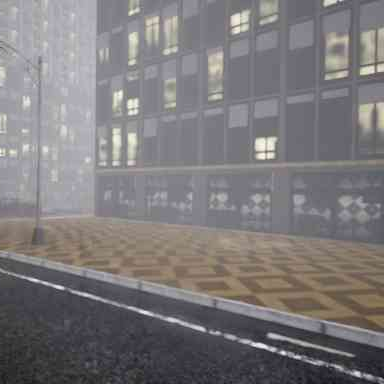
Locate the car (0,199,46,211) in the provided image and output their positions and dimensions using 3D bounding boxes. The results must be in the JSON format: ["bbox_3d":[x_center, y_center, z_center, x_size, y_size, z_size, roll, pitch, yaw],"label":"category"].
[{"bbox_3d":[-20.871,1.566,41.310,1.752,1.417,4.829,1,0,37],"label":"car"}]

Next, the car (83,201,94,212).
[{"bbox_3d":[-10.576,1.768,41.124,1.752,1.417,4.829,1,0,37],"label":"car"}]

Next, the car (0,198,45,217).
[{"bbox_3d":[-17.393,1.458,31.927,2.192,1.841,5.009,1,0,37],"label":"car"}]
